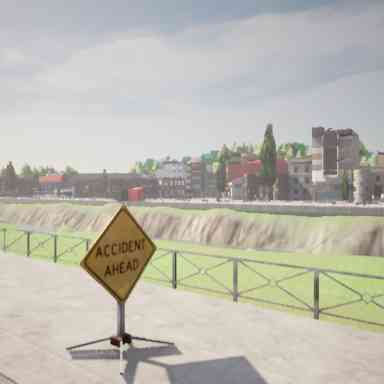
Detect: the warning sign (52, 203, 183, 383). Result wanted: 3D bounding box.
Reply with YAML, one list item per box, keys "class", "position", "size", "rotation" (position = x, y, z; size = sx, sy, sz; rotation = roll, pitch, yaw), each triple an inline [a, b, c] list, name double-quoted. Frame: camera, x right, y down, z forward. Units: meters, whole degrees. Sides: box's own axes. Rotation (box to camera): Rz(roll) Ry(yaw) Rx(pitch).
- class: "warning sign"
  position: [-0.929, 1.099, 4.348]
  size: [1.060, 1.860, 1.300]
  rotation: [0, 0, 35]
